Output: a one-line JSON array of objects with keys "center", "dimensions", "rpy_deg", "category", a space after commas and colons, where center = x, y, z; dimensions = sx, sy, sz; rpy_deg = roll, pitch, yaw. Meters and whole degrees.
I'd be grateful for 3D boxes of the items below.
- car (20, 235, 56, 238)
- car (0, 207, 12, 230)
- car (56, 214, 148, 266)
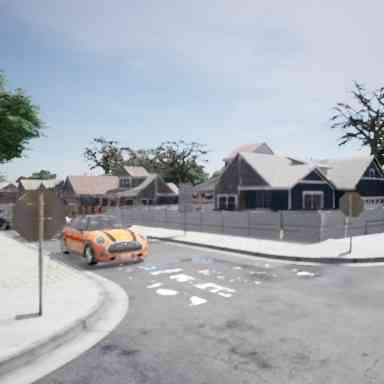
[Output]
[{"center": [-9.210, 1.944, 20.655], "dimensions": [2.097, 1.767, 4.553], "rpy_deg": [0, -2, -37], "category": "car"}, {"center": [-15.093, 2.345, 28.337], "dimensions": [1.837, 1.490, 4.892], "rpy_deg": [0, -1, -38], "category": "car"}, {"center": [-3.579, 1.695, 13.192], "dimensions": [2.097, 1.767, 4.553], "rpy_deg": [0, -2, -37], "category": "car"}]
